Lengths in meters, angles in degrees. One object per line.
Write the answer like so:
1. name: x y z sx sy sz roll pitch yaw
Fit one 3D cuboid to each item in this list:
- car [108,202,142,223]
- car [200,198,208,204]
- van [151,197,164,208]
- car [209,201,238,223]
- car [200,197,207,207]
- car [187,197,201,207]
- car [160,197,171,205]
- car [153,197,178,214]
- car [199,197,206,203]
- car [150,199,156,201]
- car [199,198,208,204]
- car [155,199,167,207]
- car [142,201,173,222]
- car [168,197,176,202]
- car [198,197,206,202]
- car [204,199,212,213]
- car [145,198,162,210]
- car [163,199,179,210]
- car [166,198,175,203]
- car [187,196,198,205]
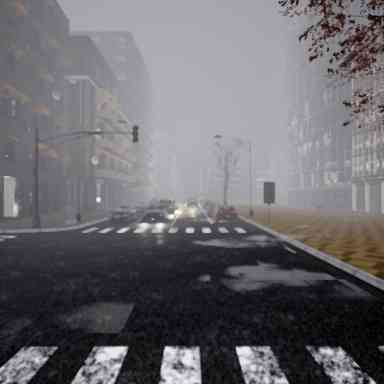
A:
1. car: -5.669 1.726 27.353 2.008 1.369 4.403 0 0 0
2. car: 2.745 2.074 77.141 1.887 1.381 4.507 0 0 0
3. van: -5.650 1.709 55.018 1.690 1.788 3.998 0 0 0
4. car: 2.711 1.717 27.348 1.887 1.381 4.507 0 0 0
5. car: 2.730 1.948 55.010 1.802 1.307 4.206 0 0 0
6. car: 0.140 1.992 58.375 1.895 1.301 4.718 0 0 0
7. car: -5.640 1.929 71.615 1.967 1.590 4.097 0 0 0
8. car: -3.068 1.604 38.762 2.097 1.767 4.553 0 0 0
9. car: 2.752 2.056 88.205 1.967 1.590 4.097 0 0 0
10. car: -5.662 1.801 38.419 2.008 1.369 4.403 0 0 0
11. car: 2.748 2.123 82.673 2.008 1.369 4.403 0 0 0
12. car: -5.647 1.990 60.548 1.802 1.307 4.206 0 0 0
13. car: -3.077 1.730 28.648 2.033 1.411 5.357 0 0 0
14. car: -5.625 2.213 93.744 2.008 1.369 4.403 0 0 0
15. car: 2.755 2.211 93.737 2.008 1.369 4.403 0 0 0
16. car: 2.719 1.775 38.583 1.752 1.417 4.829 0 0 0
17. car: -5.654 1.769 49.485 1.967 1.590 4.097 0 0 0
18. car: -3.041 1.802 48.943 1.882 1.535 5.008 0 0 0
19. car: -5.629 2.169 88.211 2.008 1.369 4.403 0 0 0
20. car: 0.049 1.818 68.444 2.097 1.767 4.553 0 0 0
